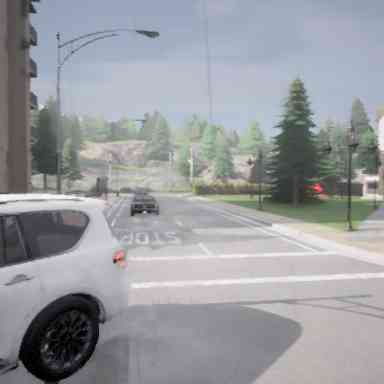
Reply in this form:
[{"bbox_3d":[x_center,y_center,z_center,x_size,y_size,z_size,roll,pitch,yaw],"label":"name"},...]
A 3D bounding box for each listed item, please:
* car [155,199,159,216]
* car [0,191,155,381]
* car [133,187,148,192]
[{"bbox_3d":[-3.298,0.897,22.923,1.895,1.301,4.718,0,2,-9],"label":"car"},{"bbox_3d":[-3.168,1.099,3.201,2.150,2.045,5.566,4,4,39],"label":"car"},{"bbox_3d":[-7.719,0.003,49.576,1.837,1.490,4.892,0,2,-9],"label":"car"}]
